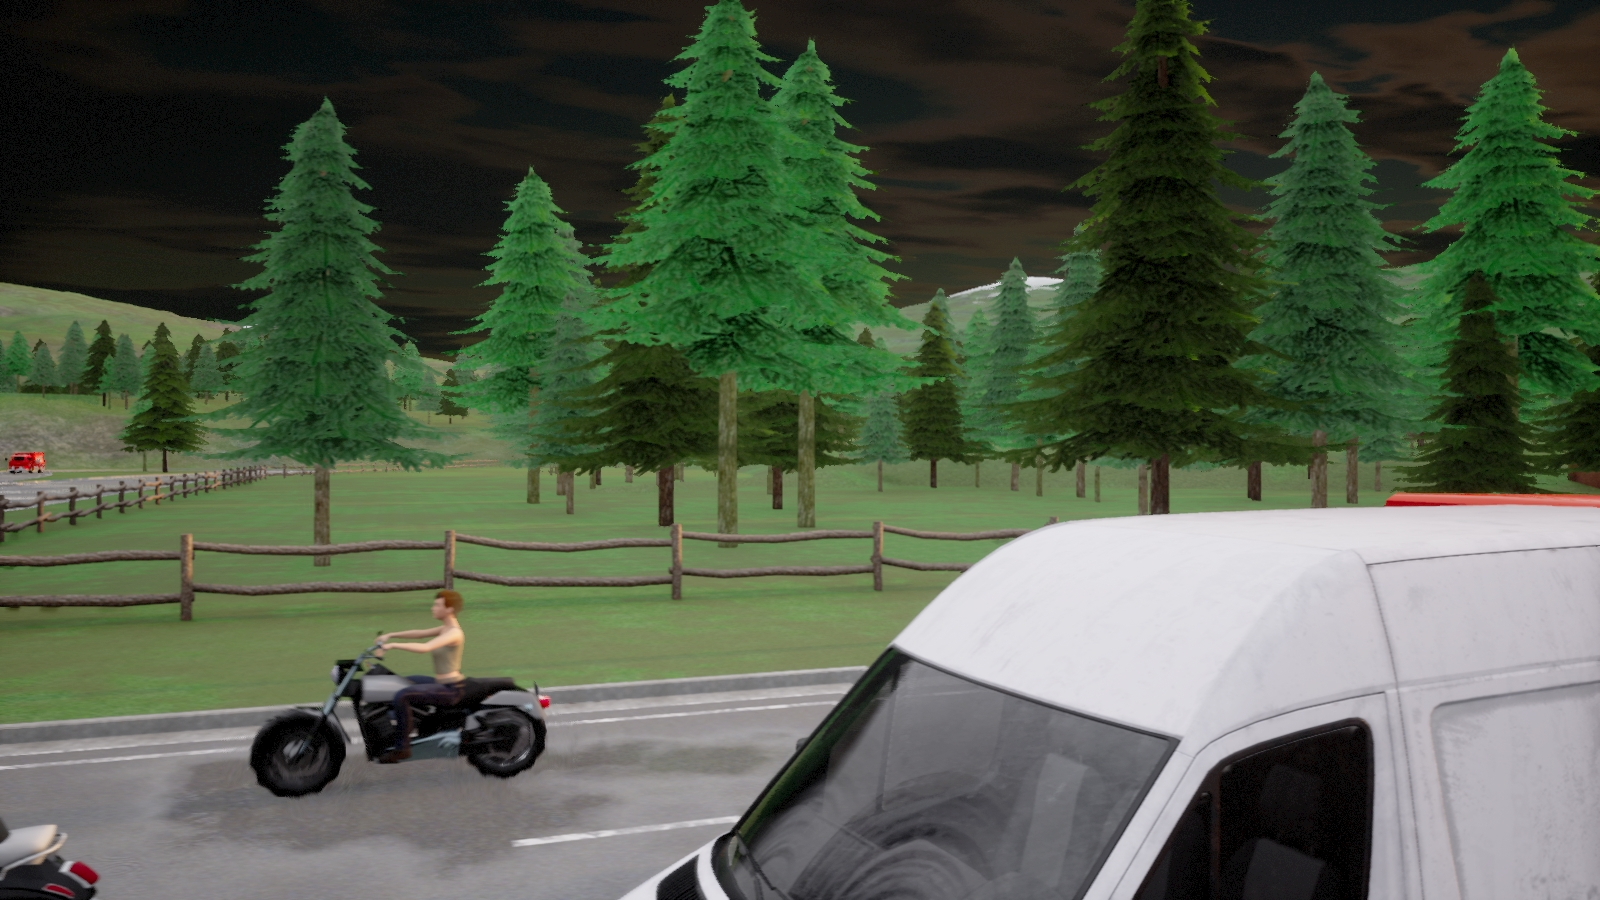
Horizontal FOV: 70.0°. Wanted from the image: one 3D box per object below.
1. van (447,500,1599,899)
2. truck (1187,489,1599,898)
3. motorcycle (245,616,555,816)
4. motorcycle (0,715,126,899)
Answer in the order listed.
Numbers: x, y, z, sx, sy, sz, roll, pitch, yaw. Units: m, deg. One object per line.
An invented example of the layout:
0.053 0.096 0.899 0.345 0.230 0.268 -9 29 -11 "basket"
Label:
1.870 1.544 4.285 5.915 2.561 1.988 0 0 -24 "van"
6.168 1.599 9.265 5.204 2.467 2.627 1 0 -20 "truck"
-3.293 2.157 9.552 2.356 1.307 0.764 0 0 -20 "motorcycle"
-4.422 2.139 5.627 1.805 1.316 0.856 0 0 -23 "motorcycle"
